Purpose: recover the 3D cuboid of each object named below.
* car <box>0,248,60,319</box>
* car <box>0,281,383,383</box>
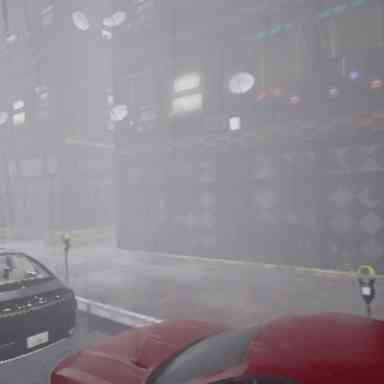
[{"bbox_3d":[-3.662,1.581,5.335,4.403,1.369,2.008,0,-2,35],"label":"car"},{"bbox_3d":[0.855,1.544,2.141,4.507,1.381,1.887,0,-2,35],"label":"car"}]
